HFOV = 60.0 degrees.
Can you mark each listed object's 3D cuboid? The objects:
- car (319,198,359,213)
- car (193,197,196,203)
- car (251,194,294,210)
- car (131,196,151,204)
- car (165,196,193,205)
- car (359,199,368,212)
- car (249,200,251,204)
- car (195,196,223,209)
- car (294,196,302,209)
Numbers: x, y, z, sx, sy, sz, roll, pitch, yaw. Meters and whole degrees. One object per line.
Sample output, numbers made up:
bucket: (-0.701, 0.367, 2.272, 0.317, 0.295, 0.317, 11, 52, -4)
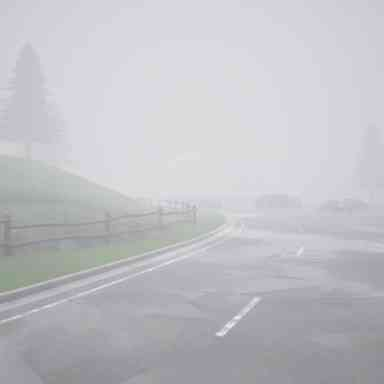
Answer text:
car: (15.661, 1.526, 36.278, 1.812, 1.442, 4.674, 0, 0, -8)
car: (1.365, 1.492, 59.035, 2.128, 1.511, 4.902, 0, 0, -41)
car: (10.410, 1.221, 43.499, 2.150, 2.045, 5.566, 0, 0, -21)
car: (-9.338, 1.492, 60.627, 2.128, 1.511, 4.902, 0, 0, -43)
car: (-2.688, 1.478, 58.464, 1.882, 1.535, 5.008, 0, 0, -42)
car: (18.654, 1.505, 39.441, 1.837, 1.490, 4.892, 0, 0, -10)
car: (12.109, 1.547, 56.599, 2.033, 1.411, 5.357, 0, 0, -33)
car: (2.532, 1.526, 44.225, 1.812, 1.442, 4.674, 0, 0, -23)
car: (13.122, 1.352, 46.134, 2.097, 1.767, 4.553, 0, 0, -20)
